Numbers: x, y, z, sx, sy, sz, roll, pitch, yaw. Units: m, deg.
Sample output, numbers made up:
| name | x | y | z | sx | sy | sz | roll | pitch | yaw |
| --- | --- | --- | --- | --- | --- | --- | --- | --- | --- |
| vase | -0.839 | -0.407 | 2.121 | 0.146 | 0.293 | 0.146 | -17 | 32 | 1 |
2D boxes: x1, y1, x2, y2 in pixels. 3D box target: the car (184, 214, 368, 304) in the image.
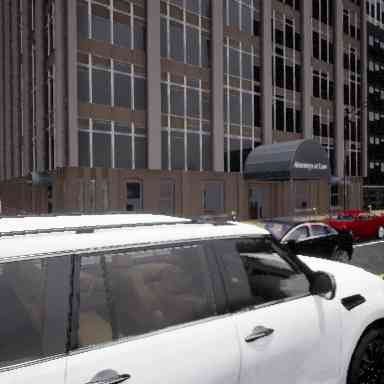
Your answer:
| name | x | y | z | sx | sy | sz | roll | pitch | yaw |
| --- | --- | --- | --- | --- | --- | --- | --- | --- | --- |
| car | 2.421 | 1.490 | 8.971 | 4.902 | 1.511 | 2.128 | 0 | 0 | -36 |

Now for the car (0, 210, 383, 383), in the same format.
| name | x | y | z | sx | sy | sz | roll | pitch | yaw |
| --- | --- | --- | --- | --- | --- | --- | --- | --- | --- |
| car | -0.210 | 1.223 | 3.158 | 5.566 | 2.045 | 2.150 | 0 | 0 | -35 |
